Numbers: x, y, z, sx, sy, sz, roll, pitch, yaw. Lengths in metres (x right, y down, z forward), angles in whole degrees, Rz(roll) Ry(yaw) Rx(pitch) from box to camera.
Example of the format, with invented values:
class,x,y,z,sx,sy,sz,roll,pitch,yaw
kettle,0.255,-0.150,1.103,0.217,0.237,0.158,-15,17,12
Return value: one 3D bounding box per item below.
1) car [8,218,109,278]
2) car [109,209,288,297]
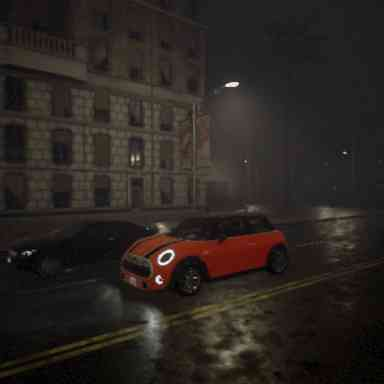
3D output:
class,x,y,z,sx,sy,sz,roll,pitch,yaw
car,-3.116,1.576,10.461,4.674,1.442,1.812,0,0,-38
car,0.456,1.375,8.794,4.553,1.767,2.097,0,0,-38
